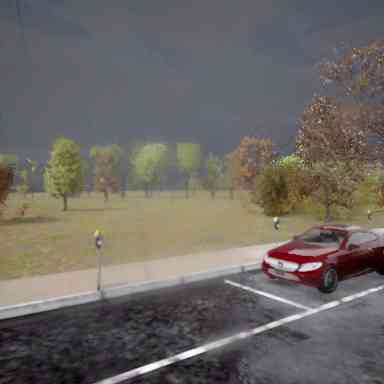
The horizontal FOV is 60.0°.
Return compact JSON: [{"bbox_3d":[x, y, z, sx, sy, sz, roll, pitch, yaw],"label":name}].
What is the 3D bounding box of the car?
[{"bbox_3d":[3.677,1.531,8.622,4.206,1.307,1.802,0,1,-35],"label":"car"}]
